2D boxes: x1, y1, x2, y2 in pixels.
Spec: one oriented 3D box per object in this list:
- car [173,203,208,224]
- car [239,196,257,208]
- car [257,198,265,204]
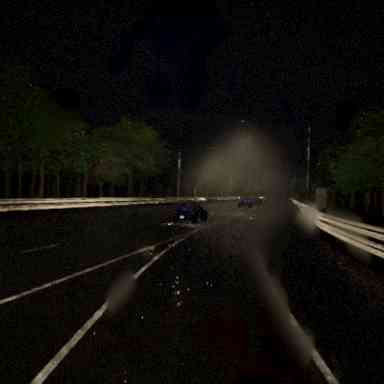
[{"bbox_3d":[-0.077,1.603,25.460,1.812,1.442,4.674,2,0,16],"label":"car"},{"bbox_3d":[9.840,1.736,60.108,2.150,2.045,5.566,2,0,16],"label":"car"},{"bbox_3d":[16.878,2.327,84.758,1.882,1.535,5.008,2,0,16],"label":"car"}]
